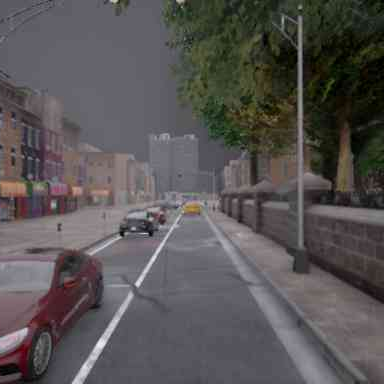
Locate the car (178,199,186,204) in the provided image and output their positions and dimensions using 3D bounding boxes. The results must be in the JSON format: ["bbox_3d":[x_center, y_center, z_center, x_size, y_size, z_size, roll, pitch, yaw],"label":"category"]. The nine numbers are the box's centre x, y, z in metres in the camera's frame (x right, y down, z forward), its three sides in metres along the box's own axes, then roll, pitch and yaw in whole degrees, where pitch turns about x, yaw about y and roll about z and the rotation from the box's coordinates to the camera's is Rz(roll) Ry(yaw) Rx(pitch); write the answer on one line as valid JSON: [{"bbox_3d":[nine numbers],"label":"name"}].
[{"bbox_3d":[-2.635,2.556,88.274,1.947,1.339,4.313,0,-1,0],"label":"car"}]

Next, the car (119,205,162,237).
[{"bbox_3d":[-3.022,1.739,19.534,1.812,1.442,4.674,0,-1,0],"label":"car"}]

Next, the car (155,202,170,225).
[{"bbox_3d":[-3.022,1.816,26.533,1.812,1.442,4.674,0,-1,0],"label":"car"}]

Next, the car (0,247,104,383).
[{"bbox_3d":[-2.638,1.643,5.485,1.802,1.307,4.206,0,-1,0],"label":"car"}]

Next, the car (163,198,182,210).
[{"bbox_3d":[-4.313,2.175,54.958,4.181,1.385,1.994,0,-1,32],"label":"car"}]

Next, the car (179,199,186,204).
[{"bbox_3d":[-2.634,2.619,93.726,1.947,1.339,4.313,0,-1,0],"label":"car"}]

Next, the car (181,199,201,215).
[{"bbox_3d":[0.048,1.918,39.993,1.882,1.535,5.008,0,-1,0],"label":"car"}]

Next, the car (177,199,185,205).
[{"bbox_3d":[-2.635,2.450,82.653,1.752,1.417,4.829,0,-1,0],"label":"car"}]

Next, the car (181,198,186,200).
[{"bbox_3d":[-2.636,2.263,66.298,1.752,1.417,4.829,0,-1,0],"label":"car"}]
